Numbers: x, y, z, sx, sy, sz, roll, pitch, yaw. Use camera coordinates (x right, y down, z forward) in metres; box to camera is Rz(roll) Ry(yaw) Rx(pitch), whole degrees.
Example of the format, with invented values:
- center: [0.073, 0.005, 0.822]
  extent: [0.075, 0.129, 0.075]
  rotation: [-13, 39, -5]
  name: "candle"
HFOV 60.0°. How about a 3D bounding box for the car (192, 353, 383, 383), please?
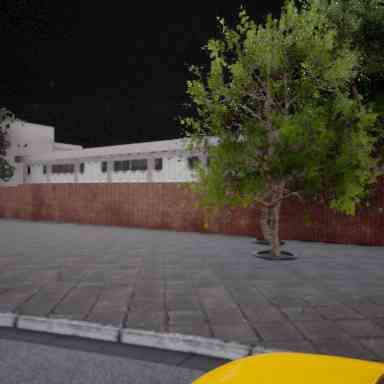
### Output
- center: [2.057, 1.478, 1.170]
  extent: [5.008, 1.535, 1.882]
  rotation: [0, 0, 25]
  name: "car"
